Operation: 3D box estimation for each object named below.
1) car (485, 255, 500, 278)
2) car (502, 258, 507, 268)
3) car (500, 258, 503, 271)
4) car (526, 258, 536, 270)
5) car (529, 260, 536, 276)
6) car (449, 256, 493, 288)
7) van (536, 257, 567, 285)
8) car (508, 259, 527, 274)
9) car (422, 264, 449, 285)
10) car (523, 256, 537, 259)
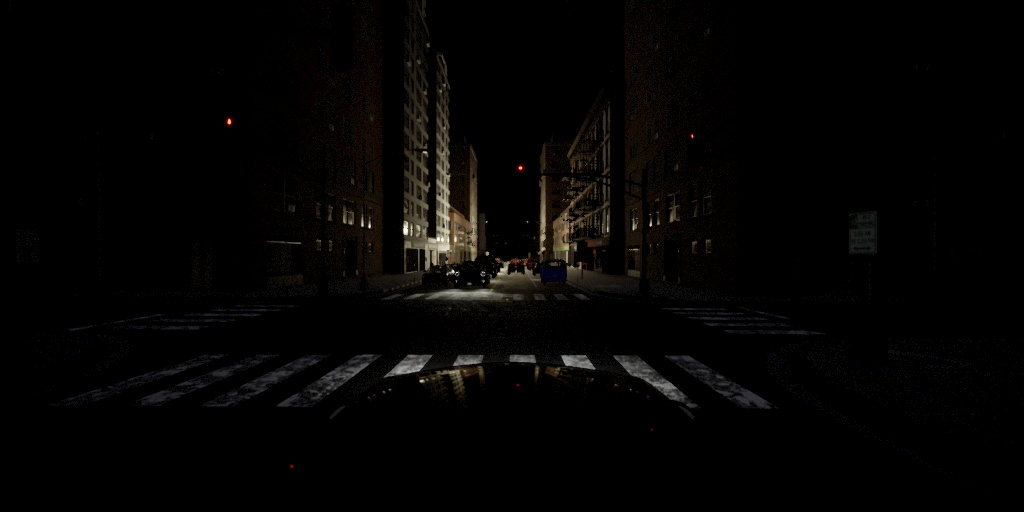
[{"bbox_3d":[-2.533,0.969,33.826,2.150,2.045,5.566,0,0,1],"label":"car"},{"bbox_3d":[-2.251,1.338,56.542,1.895,1.301,4.718,0,0,1],"label":"car"},{"bbox_3d":[-2.436,1.309,43.882,1.994,1.385,4.181,0,0,0],"label":"car"},{"bbox_3d":[3.086,1.325,48.135,1.802,1.307,4.207,0,0,1],"label":"car"},{"bbox_3d":[2.975,1.329,36.772,1.802,1.307,4.207,0,0,1],"label":"car"},{"bbox_3d":[-2.587,1.100,23.899,2.097,1.767,4.553,0,0,0],"label":"car"},{"bbox_3d":[2.864,1.089,25.411,1.690,1.789,3.998,0,0,1],"label":"van"},{"bbox_3d":[0.479,1.347,41.077,1.895,1.301,4.718,0,0,1],"label":"car"},{"bbox_3d":[-5.161,1.299,25.480,2.007,1.370,4.403,0,0,1],"label":"car"},{"bbox_3d":[3.142,1.053,53.816,2.192,1.841,5.009,0,0,1],"label":"car"}]
